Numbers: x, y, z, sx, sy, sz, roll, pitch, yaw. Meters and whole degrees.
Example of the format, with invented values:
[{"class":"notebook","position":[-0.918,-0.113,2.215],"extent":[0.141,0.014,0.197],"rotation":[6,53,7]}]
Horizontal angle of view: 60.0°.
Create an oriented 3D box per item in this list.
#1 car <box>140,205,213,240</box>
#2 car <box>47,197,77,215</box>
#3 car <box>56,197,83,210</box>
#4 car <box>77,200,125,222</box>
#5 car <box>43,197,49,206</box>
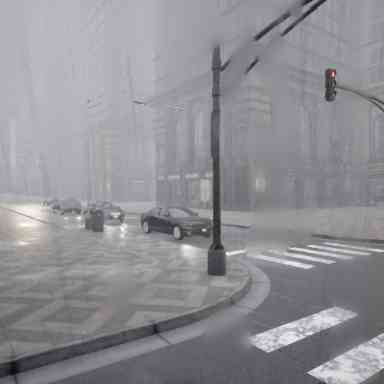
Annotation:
[{"class":"car","position":[-0.894,1.470,17.211],"extent":[1.882,1.535,5.008],"rotation":[0,0,-36]},{"class":"car","position":[-12.954,1.518,34.131],"extent":[2.033,1.411,5.357],"rotation":[0,0,-35]},{"class":"car","position":[-16.342,1.489,44.301],"extent":[2.033,1.411,5.357],"rotation":[0,0,-35]},{"class":"car","position":[-6.807,1.480,25.499],"extent":[2.128,1.511,4.902],"rotation":[0,0,-36]},{"class":"car","position":[-21.983,1.446,52.116],"extent":[1.812,1.442,4.674],"rotation":[0,0,-35]}]
